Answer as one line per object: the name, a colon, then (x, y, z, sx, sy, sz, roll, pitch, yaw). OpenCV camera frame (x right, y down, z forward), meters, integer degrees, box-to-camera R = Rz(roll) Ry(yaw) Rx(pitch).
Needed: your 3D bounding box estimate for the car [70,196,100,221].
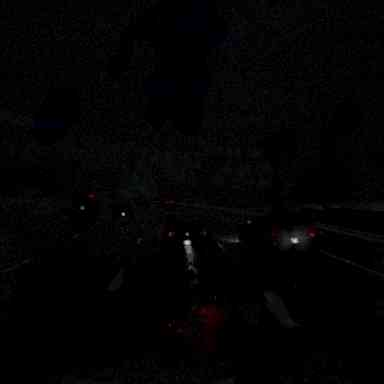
car: (-9.607, 1.407, 29.965, 2.150, 2.045, 5.566, 0, 0, -12)

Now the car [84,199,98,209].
car: (-15.658, 1.833, 51.396, 1.812, 1.442, 4.674, 0, 0, -20)

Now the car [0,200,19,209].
car: (-24.951, 1.882, 45.302, 2.128, 1.511, 4.902, -1, 0, -18)

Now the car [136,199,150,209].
car: (-7.466, 1.704, 48.892, 2.128, 1.511, 4.902, 0, 0, -18)

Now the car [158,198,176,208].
car: (-3.711, 1.663, 48.585, 2.128, 1.511, 4.902, 0, 0, -18)

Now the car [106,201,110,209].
car: (-12.053, 1.833, 51.469, 1.994, 1.385, 4.181, 0, 0, -20)

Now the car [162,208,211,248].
car: (-0.382, 1.646, 15.005, 1.895, 1.301, 4.718, -1, 0, -5)

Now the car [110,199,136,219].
car: (-6.527, 1.661, 31.439, 1.837, 1.490, 4.892, 1, 0, -12)

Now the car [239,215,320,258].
car: (3.163, 1.565, 12.816, 1.994, 1.385, 4.181, 0, 0, -5)
